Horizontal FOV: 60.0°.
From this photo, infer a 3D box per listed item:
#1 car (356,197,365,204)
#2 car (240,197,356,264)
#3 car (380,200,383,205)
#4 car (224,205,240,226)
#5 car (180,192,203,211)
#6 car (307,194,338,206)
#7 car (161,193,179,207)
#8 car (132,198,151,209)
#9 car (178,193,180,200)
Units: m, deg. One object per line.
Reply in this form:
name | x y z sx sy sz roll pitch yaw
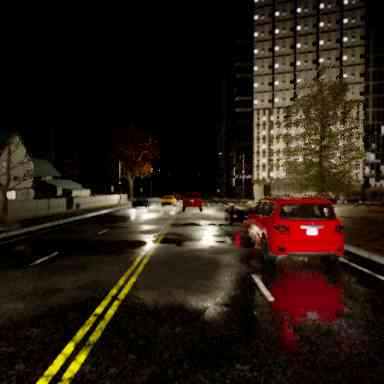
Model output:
car | 31.122 1.486 64.463 4.403 1.369 2.008 1 2 20
car | 3.264 1.170 11.709 2.150 2.045 5.566 0 0 0
car | 33.723 1.761 55.114 4.507 1.381 1.887 1 2 20
car | 3.277 1.505 22.715 1.895 1.301 4.718 0 0 0
car | 0.036 1.065 38.417 2.150 2.045 5.566 0 0 0
car | 23.081 1.428 59.018 5.009 1.841 2.192 1 2 20
car | -3.203 1.299 46.328 1.882 1.535 5.008 0 0 0
car | -6.490 1.433 42.726 1.895 1.301 4.718 0 0 1
car | -4.218 1.035 72.773 2.097 1.767 4.553 -2 2 -43
